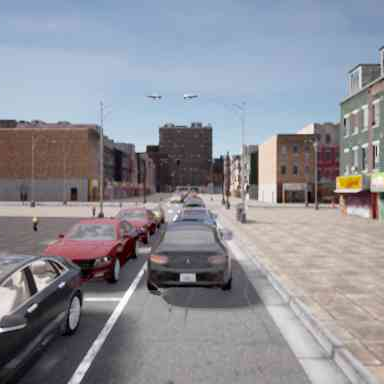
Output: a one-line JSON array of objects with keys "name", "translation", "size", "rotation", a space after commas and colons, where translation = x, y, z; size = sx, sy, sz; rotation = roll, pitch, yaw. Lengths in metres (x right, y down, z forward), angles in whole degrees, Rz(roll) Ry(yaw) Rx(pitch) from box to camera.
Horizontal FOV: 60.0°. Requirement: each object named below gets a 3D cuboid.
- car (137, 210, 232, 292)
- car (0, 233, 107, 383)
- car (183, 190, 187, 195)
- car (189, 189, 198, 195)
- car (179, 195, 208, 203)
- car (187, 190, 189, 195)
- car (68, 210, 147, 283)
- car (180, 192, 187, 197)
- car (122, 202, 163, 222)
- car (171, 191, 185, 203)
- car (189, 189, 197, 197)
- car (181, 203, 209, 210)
[{"name": "car", "translation": [-0.032, 1.431, 8.577], "size": [1.812, 1.442, 4.674], "rotation": [0, 1, 1]}, {"name": "car", "translation": [-2.620, 1.507, 3.878], "size": [2.008, 1.369, 4.403], "rotation": [0, 1, 0]}, {"name": "car", "translation": [-2.410, 0.761, 57.756], "size": [2.192, 1.841, 5.009], "rotation": [0, 0, 0]}, {"name": "car", "translation": [0.321, 0.600, 82.771], "size": [2.097, 1.767, 4.553], "rotation": [0, 0, 0]}, {"name": "car", "translation": [0.215, 1.226, 26.895], "size": [1.837, 1.490, 4.892], "rotation": [0, 1, 2]}, {"name": "car", "translation": [-2.327, 0.803, 79.363], "size": [1.752, 1.417, 4.829], "rotation": [0, 0, 0]}, {"name": "car", "translation": [-2.598, 1.442, 9.371], "size": [1.887, 1.381, 4.507], "rotation": [0, 1, 0]}, {"name": "car", "translation": [-2.284, 0.740, 90.422], "size": [1.887, 1.381, 4.507], "rotation": [0, 0, 0]}, {"name": "car", "translation": [-2.577, 1.385, 14.866], "size": [1.887, 1.381, 4.507], "rotation": [0, 1, 0]}, {"name": "car", "translation": [-2.433, 1.019, 52.145], "size": [1.752, 1.417, 4.829], "rotation": [0, 0, 0]}, {"name": "car", "translation": [0.361, 0.235, 92.831], "size": [2.150, 2.045, 5.566], "rotation": [0, 0, 0]}, {"name": "car", "translation": [0.157, 1.423, 16.596], "size": [1.895, 1.301, 4.718], "rotation": [0, 1, 0]}]
